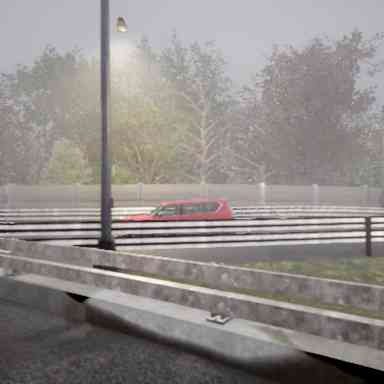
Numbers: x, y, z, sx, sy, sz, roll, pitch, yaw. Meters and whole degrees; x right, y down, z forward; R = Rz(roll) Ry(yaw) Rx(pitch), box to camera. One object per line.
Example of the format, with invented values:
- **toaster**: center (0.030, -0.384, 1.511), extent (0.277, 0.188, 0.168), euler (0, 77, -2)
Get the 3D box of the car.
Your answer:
- **car**: center (-0.700, 1.396, 15.618), extent (5.566, 2.045, 2.150), euler (-2, 0, -8)
